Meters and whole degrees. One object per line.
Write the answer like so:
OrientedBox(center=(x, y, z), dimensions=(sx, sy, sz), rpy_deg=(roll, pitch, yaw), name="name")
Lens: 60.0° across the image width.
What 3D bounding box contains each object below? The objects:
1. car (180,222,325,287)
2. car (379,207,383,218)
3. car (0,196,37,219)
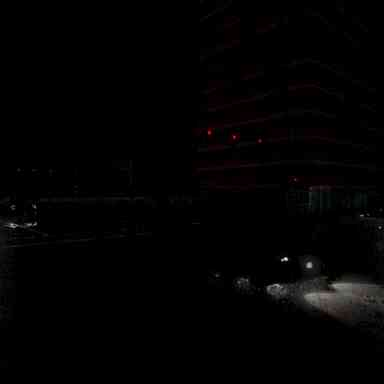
OrientedBox(center=(1.519, 1.566, 9.477), dimensions=(1.994, 1.385, 4.181), rpy_deg=(0, 0, -40), name="car")
OrientedBox(center=(18.271, 1.525, 29.456), dimensions=(4.674, 1.442, 1.812), rpy_deg=(0, 0, -41), name="car")
OrientedBox(center=(-15.169, 1.244, 29.065), dimensions=(2.097, 1.767, 4.553), rpy_deg=(0, 0, -40), name="car")
